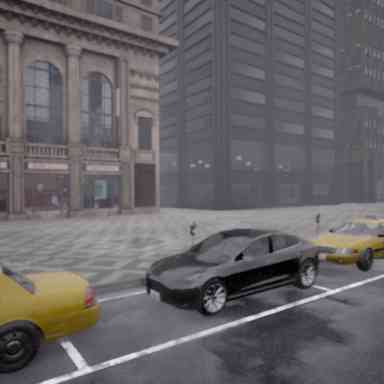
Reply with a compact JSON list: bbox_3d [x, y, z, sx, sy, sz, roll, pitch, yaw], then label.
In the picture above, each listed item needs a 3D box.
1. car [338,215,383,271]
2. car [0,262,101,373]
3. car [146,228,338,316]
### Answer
[{"bbox_3d":[5.538,1.454,10.624,4.829,1.417,1.752,0,0,-36],"label":"car"},{"bbox_3d":[-3.634,1.530,4.057,4.829,1.417,1.752,0,0,-36],"label":"car"},{"bbox_3d":[1.090,1.532,7.440,4.313,1.339,1.947,0,0,-36],"label":"car"}]
